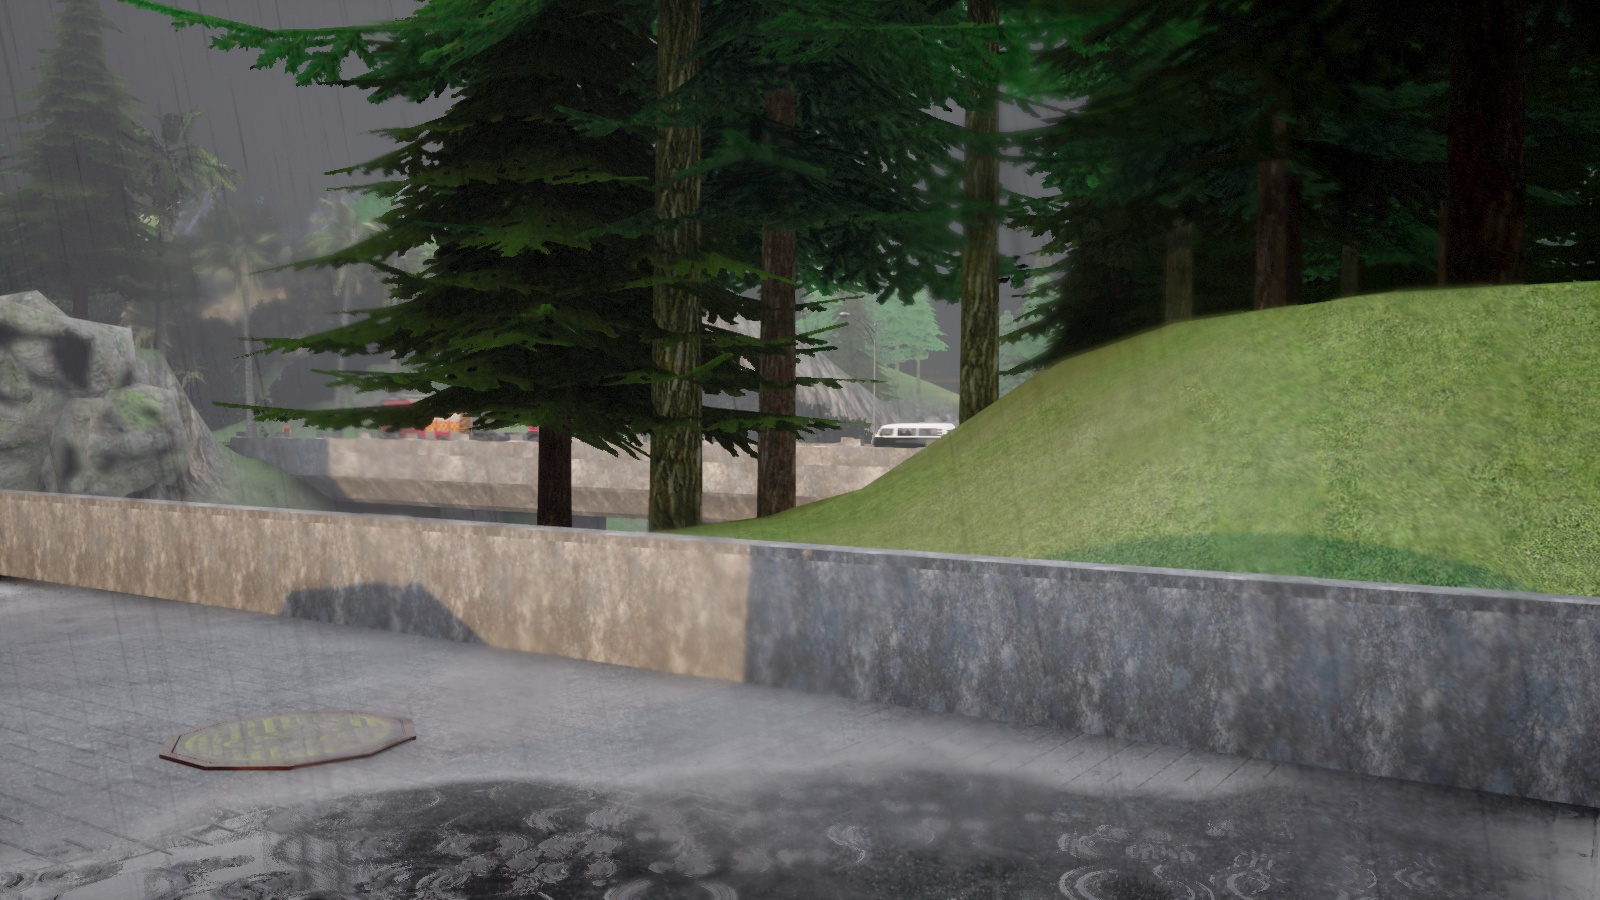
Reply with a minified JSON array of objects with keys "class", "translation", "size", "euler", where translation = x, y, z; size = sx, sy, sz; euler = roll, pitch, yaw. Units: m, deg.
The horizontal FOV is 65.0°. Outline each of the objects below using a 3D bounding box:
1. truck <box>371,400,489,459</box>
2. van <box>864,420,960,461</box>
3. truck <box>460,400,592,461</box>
[{"class":"truck","translation":[-25.112,-1.368,85.073],"size":[8.468,3.827,2.891],"euler":[0,1,34]},{"class":"van","translation":[5.754,-0.480,64.637],"size":[4.480,2.038,2.069],"euler":[0,1,34]},{"class":"truck","translation":[-16.279,-1.119,74.425],"size":[7.936,3.462,2.891],"euler":[0,1,34]}]
